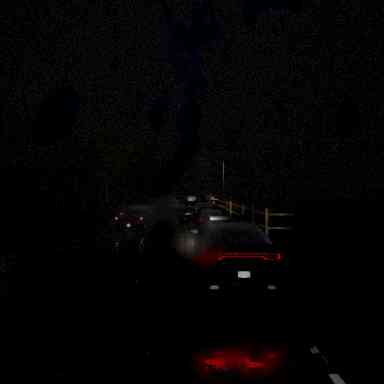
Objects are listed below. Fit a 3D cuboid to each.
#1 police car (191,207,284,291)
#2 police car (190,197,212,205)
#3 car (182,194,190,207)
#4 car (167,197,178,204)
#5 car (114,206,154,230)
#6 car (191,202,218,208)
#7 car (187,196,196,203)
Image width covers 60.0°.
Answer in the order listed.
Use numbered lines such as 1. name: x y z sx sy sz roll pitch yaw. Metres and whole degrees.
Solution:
1. police car: 1.027 1.432 9.182 1.930 1.638 5.238 0 0 0
2. police car: 0.989 1.437 25.194 1.930 1.638 5.238 0 0 0
3. car: -0.060 1.503 50.942 2.128 1.511 4.902 0 0 0
4. car: -3.705 1.564 63.218 1.994 1.385 4.181 0 0 0
5. car: -3.652 1.612 21.378 1.895 1.301 4.718 0 0 0
6. car: 1.004 1.537 19.079 1.812 1.442 4.674 0 0 0
7. car: -0.166 1.595 69.576 1.895 1.301 4.718 0 0 0
